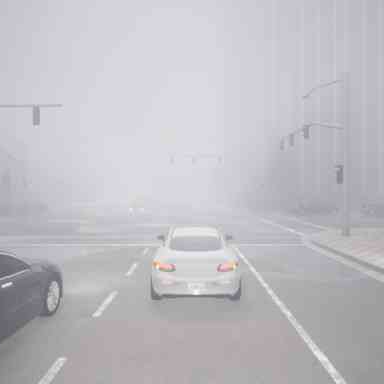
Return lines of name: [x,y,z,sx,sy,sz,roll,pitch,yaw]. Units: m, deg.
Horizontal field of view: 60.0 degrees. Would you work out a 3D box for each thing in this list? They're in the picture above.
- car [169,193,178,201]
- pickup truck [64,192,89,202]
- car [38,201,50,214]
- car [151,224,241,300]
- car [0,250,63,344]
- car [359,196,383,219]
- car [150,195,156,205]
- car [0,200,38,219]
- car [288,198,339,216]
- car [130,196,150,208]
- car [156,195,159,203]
car: [-4.723,1.216,85.507,2.150,2.045,5.566,0,0,-1]
pickup truck: [-24.638,1.051,70.291,2.390,2.098,6.274,0,0,30]
car: [-16.434,1.488,32.320,4.902,1.511,2.128,0,0,0]
car: [0.080,1.525,8.231,1.812,1.442,4.674,0,0,0]
car: [-3.434,1.504,4.582,1.837,1.490,4.892,0,0,1]
car: [17.720,1.218,29.064,5.566,2.045,2.150,0,0,0]
car: [-7.921,1.498,57.951,1.837,1.490,4.892,0,0,-1]
car: [-16.407,1.502,28.819,4.892,1.490,1.837,0,0,0]
car: [11.783,1.350,32.522,4.553,1.767,2.097,0,0,0]
car: [-7.797,1.472,48.697,1.882,1.535,5.008,0,0,-1]
car: [-7.995,1.345,68.133,2.097,1.767,4.553,0,0,0]
